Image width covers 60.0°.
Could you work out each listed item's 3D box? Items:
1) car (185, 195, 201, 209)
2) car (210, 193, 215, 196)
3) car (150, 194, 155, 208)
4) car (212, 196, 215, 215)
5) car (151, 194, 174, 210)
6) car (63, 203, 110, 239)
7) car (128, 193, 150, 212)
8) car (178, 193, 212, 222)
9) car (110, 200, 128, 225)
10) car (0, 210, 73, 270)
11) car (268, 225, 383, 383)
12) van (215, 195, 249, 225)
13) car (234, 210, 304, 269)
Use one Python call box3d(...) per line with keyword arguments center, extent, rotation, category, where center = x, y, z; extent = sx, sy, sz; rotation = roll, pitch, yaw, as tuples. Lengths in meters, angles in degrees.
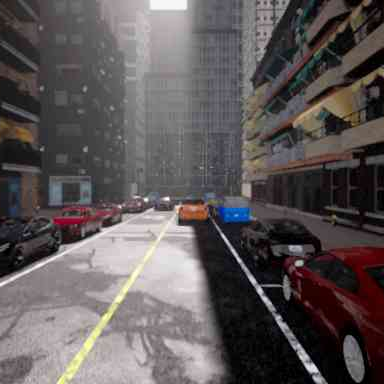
box3d(center=(0.110, 1.181, 40.633), extent=(1.837, 1.490, 4.892), rotation=(0, 1, 0), category="car")
box3d(center=(2.691, 1.171, 44.483), extent=(1.752, 1.417, 4.829), rotation=(-1, 0, 0), category="car")
box3d(center=(-5.690, 1.256, 38.742), extent=(1.947, 1.339, 4.313), rotation=(-1, 0, 0), category="car")
box3d(center=(2.687, 1.330, 27.508), extent=(2.008, 1.369, 4.403), rotation=(-1, 0, 0), category="car")
box3d(center=(-2.996, 1.273, 36.453), extent=(1.994, 1.385, 4.181), rotation=(0, 0, 0), category="car")
box3d(center=(-5.696, 1.413, 16.335), extent=(1.887, 1.381, 4.507), rotation=(-1, 0, 0), category="car")
box3d(center=(-5.693, 1.175, 33.140), extent=(1.967, 1.590, 4.097), rotation=(-1, 0, 0), category="car")
box3d(center=(0.105, 1.160, 24.047), extent=(2.097, 1.767, 4.553), rotation=(0, 1, 0), category="car")
box3d(center=(-5.694, 1.405, 21.937), extent=(1.802, 1.307, 4.206), rotation=(-1, 0, 0), category="car")
box3d(center=(-5.697, 1.479, 10.733), extent=(1.947, 1.339, 4.313), rotation=(-1, 0, 0), category="car")
box3d(center=(2.681, 1.503, 5.101), extent=(1.887, 1.381, 4.507), rotation=(-1, 0, 0), category="car")
box3d(center=(2.682, 1.165, 21.904), extent=(1.690, 1.788, 3.998), rotation=(-1, 0, 0), category="van")
box3d(center=(2.683, 1.479, 10.702), extent=(1.947, 1.339, 4.313), rotation=(-1, 0, 0), category="car")
